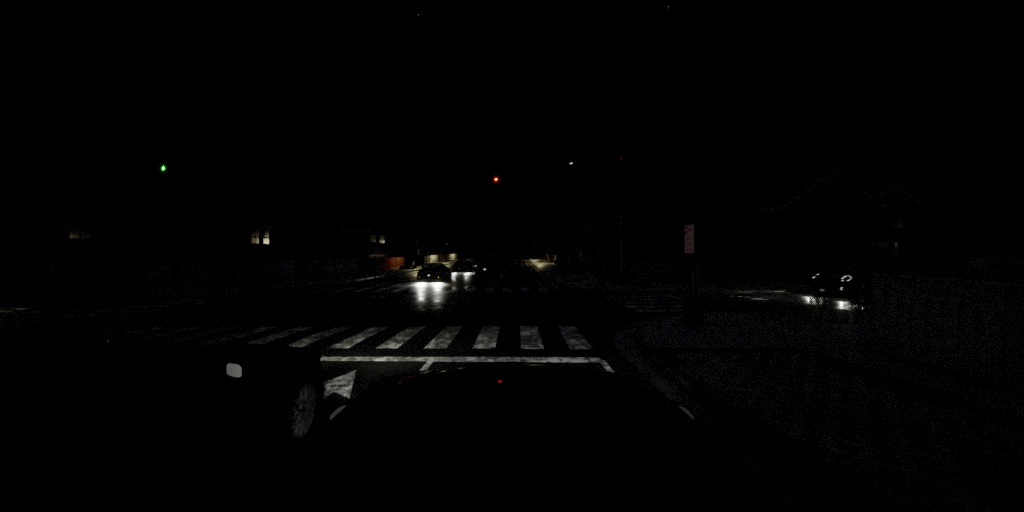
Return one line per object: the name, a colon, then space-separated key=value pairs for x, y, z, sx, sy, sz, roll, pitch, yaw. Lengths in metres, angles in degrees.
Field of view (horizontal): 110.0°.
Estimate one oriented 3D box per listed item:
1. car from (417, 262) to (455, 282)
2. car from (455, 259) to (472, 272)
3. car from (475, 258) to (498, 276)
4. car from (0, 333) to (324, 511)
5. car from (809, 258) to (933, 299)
car: x=-6.126 y=1.250 z=28.503 sx=1.994 sy=1.385 sz=4.181 roll=0 pitch=0 yaw=1
car: x=-5.886 y=1.133 z=42.291 sx=1.812 sy=1.442 sz=4.674 roll=0 pitch=1 yaw=1
car: x=-2.547 y=1.222 z=36.103 sx=1.994 sy=1.385 sz=4.181 roll=0 pitch=0 yaw=1
car: x=-3.152 y=1.228 z=2.214 sx=1.882 sy=1.535 sz=5.008 roll=0 pitch=-1 yaw=1
car: x=16.411 y=0.964 z=16.399 sx=4.553 sy=1.767 sz=2.097 roll=0 pitch=0 yaw=-1
